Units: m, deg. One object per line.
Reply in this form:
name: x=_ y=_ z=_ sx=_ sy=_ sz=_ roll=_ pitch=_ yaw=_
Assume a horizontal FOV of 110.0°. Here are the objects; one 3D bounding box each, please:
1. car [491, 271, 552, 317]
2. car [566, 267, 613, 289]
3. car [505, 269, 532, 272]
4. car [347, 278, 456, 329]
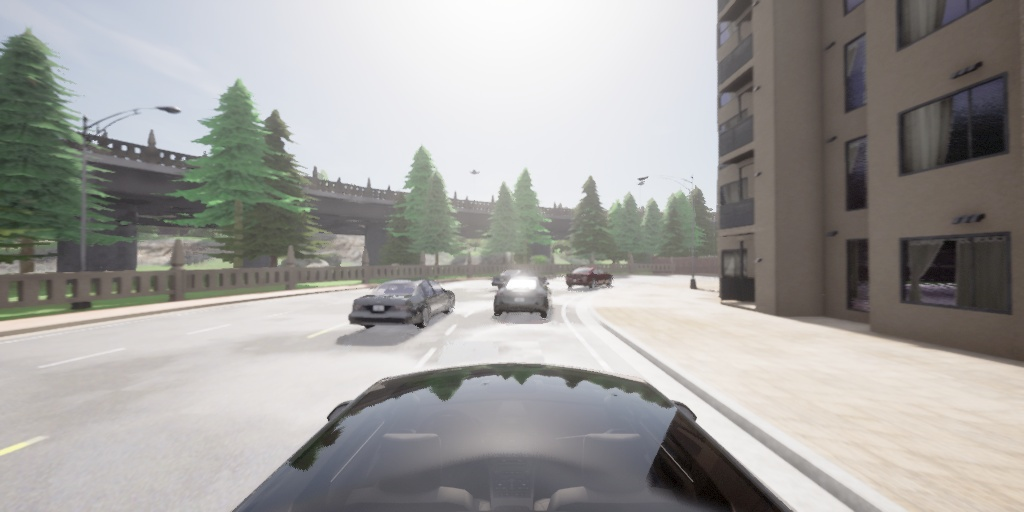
car: x=0.539 y=1.487 z=14.216 sx=1.994 sy=1.385 sz=4.181 roll=0 pitch=-1 yaw=8
car: x=5.811 y=1.570 z=26.582 sx=1.882 sy=1.535 sz=5.008 roll=-1 pitch=-1 yaw=37
car: x=0.627 y=1.624 z=25.363 sx=2.033 sy=1.411 sz=5.357 roll=0 pitch=-1 yaw=31
car: x=-3.305 y=1.438 z=11.868 sx=2.033 sy=1.411 sz=5.357 roll=0 pitch=-1 yaw=4
